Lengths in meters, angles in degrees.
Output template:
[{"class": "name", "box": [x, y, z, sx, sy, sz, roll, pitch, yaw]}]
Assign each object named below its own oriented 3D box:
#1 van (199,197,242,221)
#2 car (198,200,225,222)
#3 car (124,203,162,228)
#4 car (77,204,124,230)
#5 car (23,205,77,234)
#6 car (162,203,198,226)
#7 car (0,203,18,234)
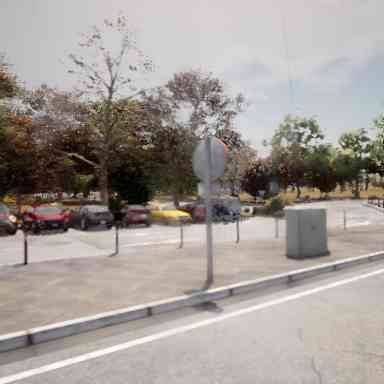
[{"class": "van", "box": [2.373, 1.414, 28.305, 1.878, 1.987, 4.442, 0, 0, -36]}, {"class": "car", "box": [0.031, 1.651, 26.809, 2.163, 1.488, 4.792, 0, 0, -36]}, {"class": "car", "box": [-4.483, 1.614, 23.577, 2.163, 1.488, 4.792, 0, 0, -36]}, {"class": "car", "box": [-6.718, 1.568, 21.933, 2.231, 1.521, 4.892, 0, 0, -36]}, {"class": "car", "box": [-8.981, 1.549, 20.327, 2.097, 1.535, 5.008, 0, 0, -36]}, {"class": "car", "box": [-2.102, 1.600, 25.017, 1.946, 1.575, 5.366, 0, 0, -36]}, {"class": "car", "box": [-11.252, 1.407, 18.732, 2.185, 1.767, 4.553, 0, 0, -36]}]
